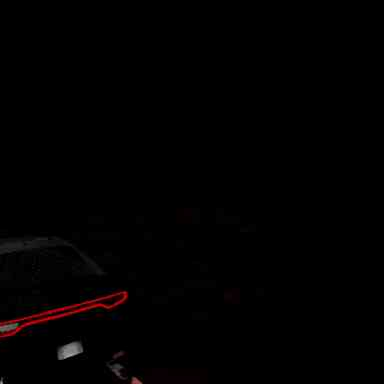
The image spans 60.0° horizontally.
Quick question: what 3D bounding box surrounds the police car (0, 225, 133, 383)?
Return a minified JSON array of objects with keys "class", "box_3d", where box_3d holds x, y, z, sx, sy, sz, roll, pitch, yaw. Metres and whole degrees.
[{"class":"police car","box_3d":[-2.886,1.382,5.305,1.930,1.638,5.238,-3,2,-40]}]
